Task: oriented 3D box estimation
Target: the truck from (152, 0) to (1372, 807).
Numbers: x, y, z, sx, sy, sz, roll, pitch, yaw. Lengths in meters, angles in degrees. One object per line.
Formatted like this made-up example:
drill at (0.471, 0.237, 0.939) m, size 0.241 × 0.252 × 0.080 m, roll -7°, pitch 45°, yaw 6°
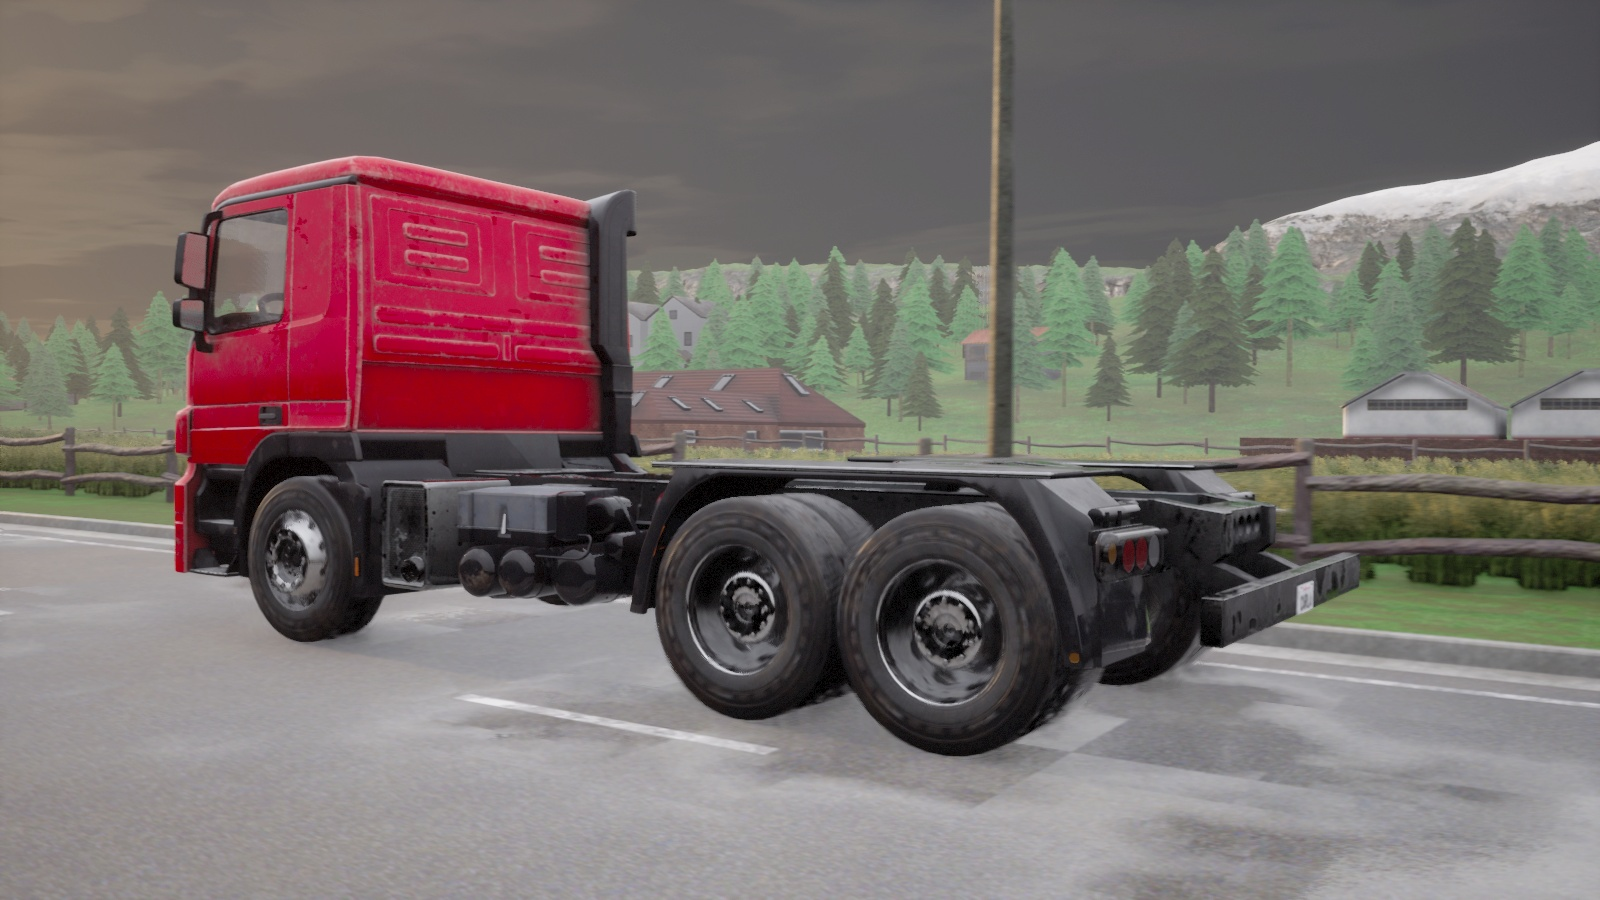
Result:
truck at (-0.777, -0.358, 8.359) m, size 7.936 × 3.462 × 2.891 m, roll 0°, pitch 1°, yaw 35°
